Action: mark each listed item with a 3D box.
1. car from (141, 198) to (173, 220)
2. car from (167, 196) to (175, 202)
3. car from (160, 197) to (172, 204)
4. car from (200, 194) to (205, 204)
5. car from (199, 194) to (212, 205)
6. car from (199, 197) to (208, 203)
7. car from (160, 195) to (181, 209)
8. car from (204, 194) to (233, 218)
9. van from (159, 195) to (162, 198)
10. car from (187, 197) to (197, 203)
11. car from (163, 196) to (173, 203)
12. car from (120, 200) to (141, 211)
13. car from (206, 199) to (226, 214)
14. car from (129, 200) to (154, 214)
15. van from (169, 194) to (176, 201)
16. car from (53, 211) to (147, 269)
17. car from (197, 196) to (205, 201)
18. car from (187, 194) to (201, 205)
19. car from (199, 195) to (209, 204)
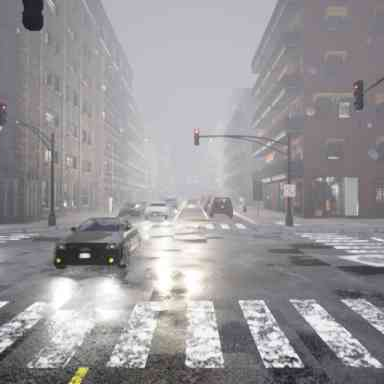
[{"bbox_3d":[-2.887,1.531,28.424,1.812,1.442,4.674,0,0,1],"label":"car"},{"bbox_3d":[-5.381,1.748,85.717,2.008,1.369,4.403,1,0,0],"label":"car"},{"bbox_3d":[-5.365,1.654,69.026,2.008,1.369,4.403,1,0,0],"label":"car"},{"bbox_3d":[2.547,1.328,41.271,2.192,1.841,5.009,1,0,0],"label":"car"},{"bbox_3d":[2.523,1.390,63.505,2.192,1.841,5.009,1,0,0],"label":"car"},{"bbox_3d":[2.509,1.715,74.629,1.802,1.307,4.206,1,0,0],"label":"car"},{"bbox_3d":[-2.850,1.543,44.691,1.812,1.442,4.674,0,0,0],"label":"car"},{"bbox_3d":[2.558,1.321,30.146,2.192,1.841,5.009,1,0,0],"label":"car"},{"bbox_3d":[-5.356,1.416,63.462,1.690,1.788,3.998,1,0,0],"label":"van"},{"bbox_3d":[-0.001,1.672,70.341,1.994,1.385,4.181,0,0,0],"label":"car"},{"bbox_3d":[-5.370,1.657,74.418,1.752,1.417,4.829,1,0,0],"label":"car"},{"bbox_3d":[-5.326,1.572,30.093,1.947,1.339,4.313,1,0,0],"label":"car"},{"bbox_3d":[2.549,1.533,35.876,1.752,1.417,4.829,1,0,0],"label":"car"},{"bbox_3d":[-5.331,1.574,35.654,1.947,1.339,4.313,1,0,0],"label":"car"},{"bbox_3d":[-5.383,1.571,91.282,1.690,1.788,3.998,1,0,0],"label":"van"},{"bbox_3d":[-2.862,1.528,10.862,1.994,1.385,4.181,0,-1,0],"label":"car"},{"bbox_3d":[2.494,1.796,91.320,1.947,1.339,4.313,1,0,0],"label":"car"},{"bbox_3d":[0.046,1.554,60.107,2.128,1.511,4.902,0,0,0],"label":"car"},{"bbox_3d":[2.516,1.543,69.069,1.967,1.590,4.097,1,0,0],"label":"car"}]
